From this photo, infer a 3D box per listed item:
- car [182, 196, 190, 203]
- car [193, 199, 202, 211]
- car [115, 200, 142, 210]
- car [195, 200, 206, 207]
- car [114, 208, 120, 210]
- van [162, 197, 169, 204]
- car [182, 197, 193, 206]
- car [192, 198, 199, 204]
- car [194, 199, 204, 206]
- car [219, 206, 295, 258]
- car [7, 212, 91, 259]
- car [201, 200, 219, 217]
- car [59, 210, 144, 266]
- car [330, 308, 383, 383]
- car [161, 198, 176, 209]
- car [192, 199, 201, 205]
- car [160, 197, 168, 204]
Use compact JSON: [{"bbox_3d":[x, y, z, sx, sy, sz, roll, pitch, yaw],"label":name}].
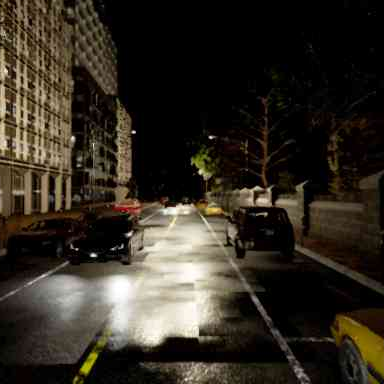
[{"bbox_3d":[-1.775,2.084,92.239,2.097,1.767,4.553,0,-1,-2],"label":"car"},{"bbox_3d":[1.592,1.951,50.162,1.801,1.575,5.366,0,-1,-1],"label":"car"},{"bbox_3d":[-5.679,1.614,29.804,2.192,1.841,5.009,0,-1,-1],"label":"car"},{"bbox_3d":[1.581,2.197,63.155,1.802,1.307,4.206,0,-1,-2],"label":"car"},{"bbox_3d":[-5.544,1.772,18.708,1.802,1.307,4.206,0,-1,-1],"label":"car"},{"bbox_3d":[-7.200,2.212,90.768,1.690,1.788,3.998,0,-1,-2],"label":"van"},{"bbox_3d":[-1.133,2.157,68.705,2.033,1.411,5.357,0,-1,-2],"label":"car"},{"bbox_3d":[0.824,2.452,90.893,1.802,1.307,4.206,0,-1,-2],"label":"car"},{"bbox_3d":[1.429,2.232,68.703,1.947,1.339,4.313,0,-1,-2],"label":"car"},{"bbox_3d":[2.525,1.449,13.237,2.192,1.841,5.009,0,-1,0],"label":"car"},{"bbox_3d":[-5.499,1.680,13.159,1.887,1.381,4.507,0,-1,0],"label":"car"},{"bbox_3d":[2.250,1.880,35.593,1.752,1.417,4.829,0,-1,-1],"label":"car"},{"bbox_3d":[-2.891,1.629,12.151,1.837,1.490,4.892,0,-1,0],"label":"car"},{"bbox_3d":[2.564,1.550,2.308,1.752,1.417,4.829,0,-1,0],"label":"car"},{"bbox_3d":[-3.579,2.143,55.204,1.895,1.301,4.718,0,-1,-1],"label":"car"},{"bbox_3d":[1.127,2.335,79.798,1.947,1.339,4.313,0,-1,-2],"label":"car"},{"bbox_3d":[-7.050,2.136,85.229,2.192,1.841,5.009,0,-1,-2],"label":"car"}]
